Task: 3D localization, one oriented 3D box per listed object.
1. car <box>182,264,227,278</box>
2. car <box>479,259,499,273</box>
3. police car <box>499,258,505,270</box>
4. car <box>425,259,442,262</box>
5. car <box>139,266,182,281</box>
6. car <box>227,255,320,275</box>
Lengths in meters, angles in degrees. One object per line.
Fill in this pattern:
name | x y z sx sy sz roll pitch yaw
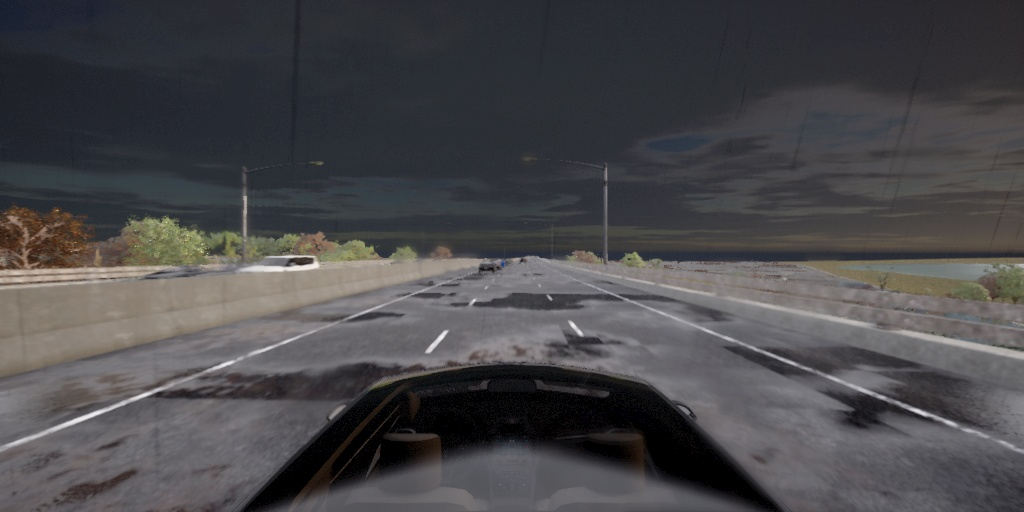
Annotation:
car | -17.464 1.229 22.748 2.128 1.511 4.902 0 0 1
car | -3.003 1.283 44.721 1.882 1.535 5.008 0 0 1
police car | -2.705 1.336 55.685 2.038 1.542 4.974 0 0 2
car | -12.992 1.321 62.830 2.128 1.511 4.902 0 0 2
car | -20.968 1.295 22.844 1.994 1.385 4.181 0 0 1
car | -13.984 0.961 21.924 2.150 2.045 5.566 0 0 1
